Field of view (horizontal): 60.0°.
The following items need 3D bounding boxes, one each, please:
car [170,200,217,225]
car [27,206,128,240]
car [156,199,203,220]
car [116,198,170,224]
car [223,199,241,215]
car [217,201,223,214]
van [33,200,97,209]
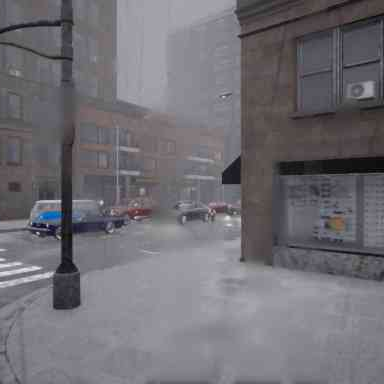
[{"bbox_3d":[-0.418,1.528,24.862,1.837,1.490,4.892,0,0,36],"label":"car"},{"bbox_3d":[-5.889,1.617,17.332,1.895,1.301,4.718,0,0,37],"label":"car"},{"bbox_3d":[-0.971,1.466,28.807,1.967,1.590,4.097,0,0,36],"label":"car"},{"bbox_3d":[-4.248,1.336,24.272,2.192,1.841,5.009,0,0,36],"label":"car"},{"bbox_3d":[5.354,1.383,32.836,2.097,1.767,4.553,0,0,36],"label":"car"},{"bbox_3d":[2.307,1.574,33.343,1.887,1.381,4.507,0,0,36],"label":"car"},{"bbox_3d":[-7.526,1.358,19.736,1.690,1.788,3.998,0,0,36],"label":"van"}]
